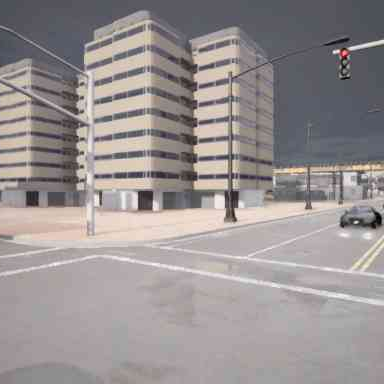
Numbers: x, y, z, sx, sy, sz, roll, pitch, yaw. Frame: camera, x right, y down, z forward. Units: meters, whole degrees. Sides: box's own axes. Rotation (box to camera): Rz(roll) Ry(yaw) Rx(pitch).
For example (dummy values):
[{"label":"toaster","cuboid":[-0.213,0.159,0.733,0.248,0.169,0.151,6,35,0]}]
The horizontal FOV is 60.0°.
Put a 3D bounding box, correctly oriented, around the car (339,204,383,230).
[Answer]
[{"label":"car","cuboid":[10.715,1.569,21.016,1.994,1.385,4.181,0,0,35]}]
